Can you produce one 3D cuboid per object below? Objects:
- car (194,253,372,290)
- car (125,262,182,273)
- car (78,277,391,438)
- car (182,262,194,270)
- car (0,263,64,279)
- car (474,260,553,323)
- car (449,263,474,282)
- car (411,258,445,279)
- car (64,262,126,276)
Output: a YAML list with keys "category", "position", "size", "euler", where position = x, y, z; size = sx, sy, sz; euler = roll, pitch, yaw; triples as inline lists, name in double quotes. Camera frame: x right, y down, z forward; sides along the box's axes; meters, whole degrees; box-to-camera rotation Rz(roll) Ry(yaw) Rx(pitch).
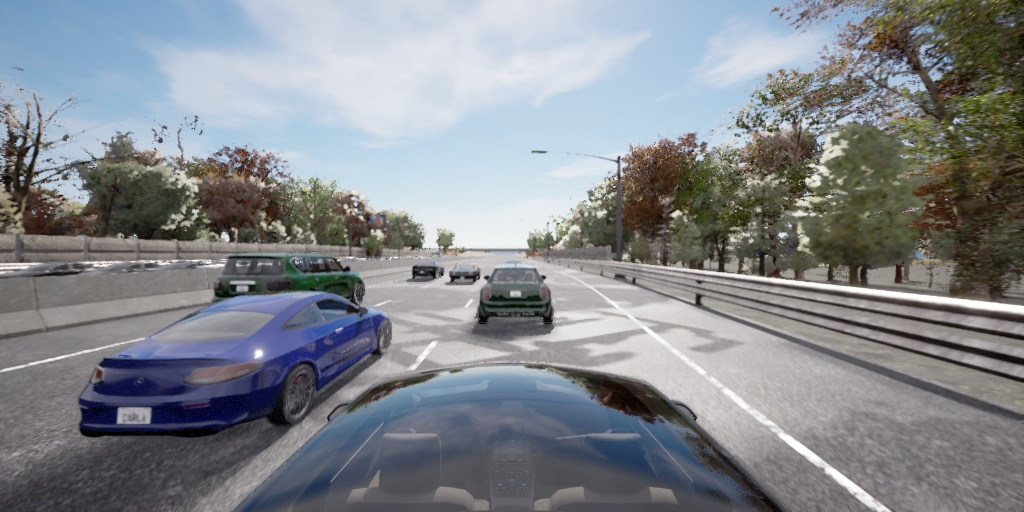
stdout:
- category: "car"
  position: [-6.897, 0.912, 11.855]
  size: [2.150, 2.045, 5.566]
  euler: [0, 0, 0]
- category: "car"
  position: [-21.091, 1.134, 22.987]
  size: [1.837, 1.490, 4.892]
  euler: [0, 0, 0]
- category: "car"
  position: [-3.402, 1.253, 5.532]
  size: [1.812, 1.442, 4.674]
  euler: [0, 1, 0]
- category: "car"
  position: [-17.592, 0.849, 23.253]
  size: [2.150, 2.045, 5.566]
  euler: [0, 0, 0]
- category: "car"
  position: [-27.794, 1.141, 21.771]
  size: [1.837, 1.490, 4.892]
  euler: [0, 0, -2]
- category: "car"
  position: [0.102, 1.041, 11.927]
  size: [2.097, 1.767, 4.553]
  euler: [0, 0, 0]
- category: "car"
  position: [-3.394, 1.209, 26.773]
  size: [1.895, 1.301, 4.718]
  euler: [0, 0, 0]
- category: "car"
  position: [-6.891, 1.070, 29.919]
  size: [1.882, 1.535, 5.008]
  euler: [0, 0, 0]
- category: "car"
  position: [-24.590, 1.134, 22.974]
  size: [1.837, 1.490, 4.892]
  euler: [0, 0, 0]
